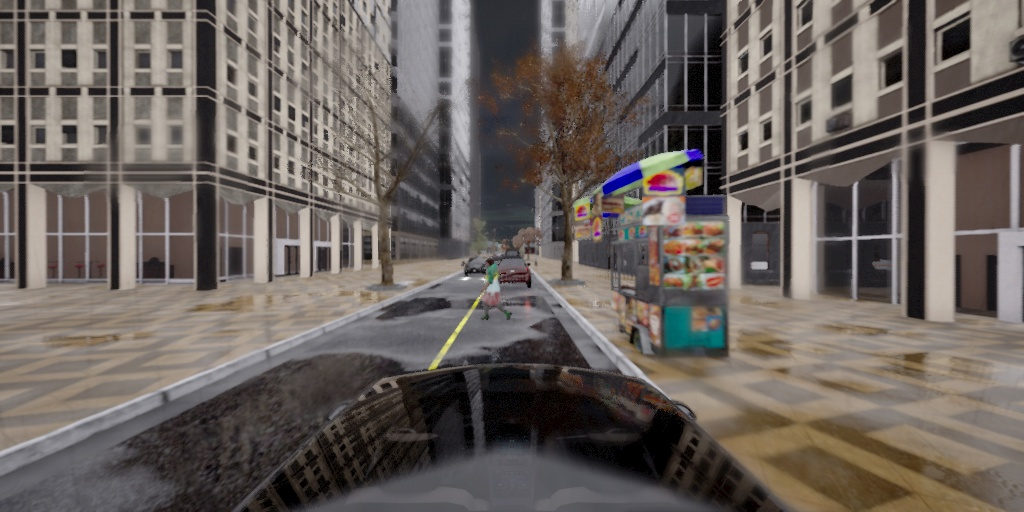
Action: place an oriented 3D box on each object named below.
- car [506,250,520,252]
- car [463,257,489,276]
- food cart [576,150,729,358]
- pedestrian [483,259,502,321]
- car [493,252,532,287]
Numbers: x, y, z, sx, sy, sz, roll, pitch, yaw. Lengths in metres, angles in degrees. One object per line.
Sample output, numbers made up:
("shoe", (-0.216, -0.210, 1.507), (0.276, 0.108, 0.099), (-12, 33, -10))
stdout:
("car", (0.084, 0.399, 39.839), (2.150, 2.045, 5.566), (0, 1, 0))
("car", (-2.841, 0.836, 29.635), (1.837, 1.490, 4.892), (0, 1, 0))
("food cart", (3.010, 0.124, 7.799), (2.280, 3.560, 4.660), (0, 0, 0))
("pedestrian", (-0.563, 0.914, 10.357), (0.375, 1.860, 0.375), (1, 0, 0))
("car", (0.044, 0.807, 21.279), (2.097, 1.767, 4.553), (0, 1, 0))
